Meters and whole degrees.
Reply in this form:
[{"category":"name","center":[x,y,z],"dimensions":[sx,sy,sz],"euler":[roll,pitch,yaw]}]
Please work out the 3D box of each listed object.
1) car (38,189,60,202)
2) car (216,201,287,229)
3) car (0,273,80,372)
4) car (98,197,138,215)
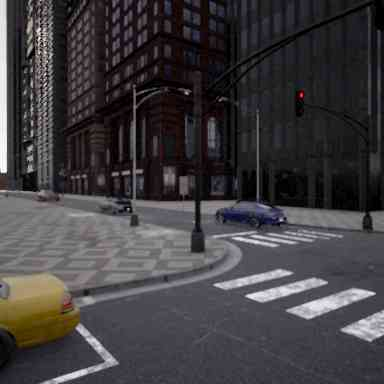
[{"category":"car","center":[-19.794,0.442,46.005],"dimensions":[2.097,1.767,4.553],"euler":[0,1,-35]},{"category":"car","center":[3.351,1.236,19.349],"dimensions":[1.812,1.442,4.674],"euler":[0,1,-35]},{"category":"car","center":[-3.892,1.529,3.872],"dimensions":[4.829,1.417,1.752],"euler":[0,0,-35]},{"category":"car","center":[-5.960,1.071,26.698],"dimensions":[1.994,1.385,4.181],"euler":[0,1,-36]}]
